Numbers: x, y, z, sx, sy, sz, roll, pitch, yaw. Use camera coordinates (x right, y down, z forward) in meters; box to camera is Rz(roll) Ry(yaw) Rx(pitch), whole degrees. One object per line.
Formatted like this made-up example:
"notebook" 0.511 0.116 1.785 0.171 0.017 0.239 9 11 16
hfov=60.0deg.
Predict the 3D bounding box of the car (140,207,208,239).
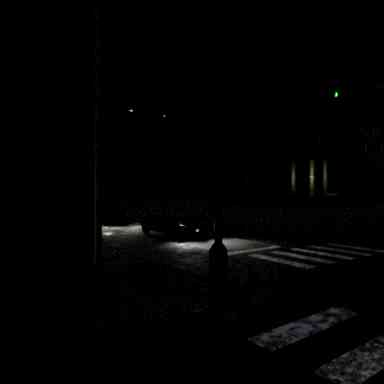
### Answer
"car" -1.108 1.528 17.528 1.812 1.442 4.674 0 0 -36

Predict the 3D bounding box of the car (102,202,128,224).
"car" -6.488 1.482 24.990 1.882 1.535 5.008 0 0 -36
